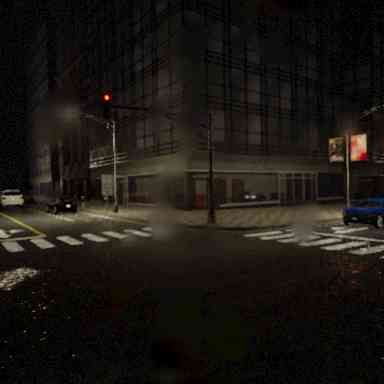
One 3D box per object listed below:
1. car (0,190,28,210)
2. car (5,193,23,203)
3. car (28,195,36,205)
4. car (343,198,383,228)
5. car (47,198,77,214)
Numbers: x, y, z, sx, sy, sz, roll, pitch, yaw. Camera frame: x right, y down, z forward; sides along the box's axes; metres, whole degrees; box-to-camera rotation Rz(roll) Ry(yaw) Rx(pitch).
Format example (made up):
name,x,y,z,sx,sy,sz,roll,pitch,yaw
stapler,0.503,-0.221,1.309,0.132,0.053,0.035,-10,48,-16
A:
name,x,y,z,sx,sy,sz,roll,pitch,yaw
car,-20.329,0.797,37.115,2.150,2.045,5.566,-2,2,-36
car,-27.782,0.911,51.974,1.887,1.381,4.507,-2,1,-36
car,-21.210,1.043,42.785,1.802,1.307,4.206,-2,1,-36
car,10.737,1.119,19.351,5.008,1.535,1.882,-1,1,-36
car,-11.352,1.159,28.999,1.947,1.339,4.313,-2,1,-36
